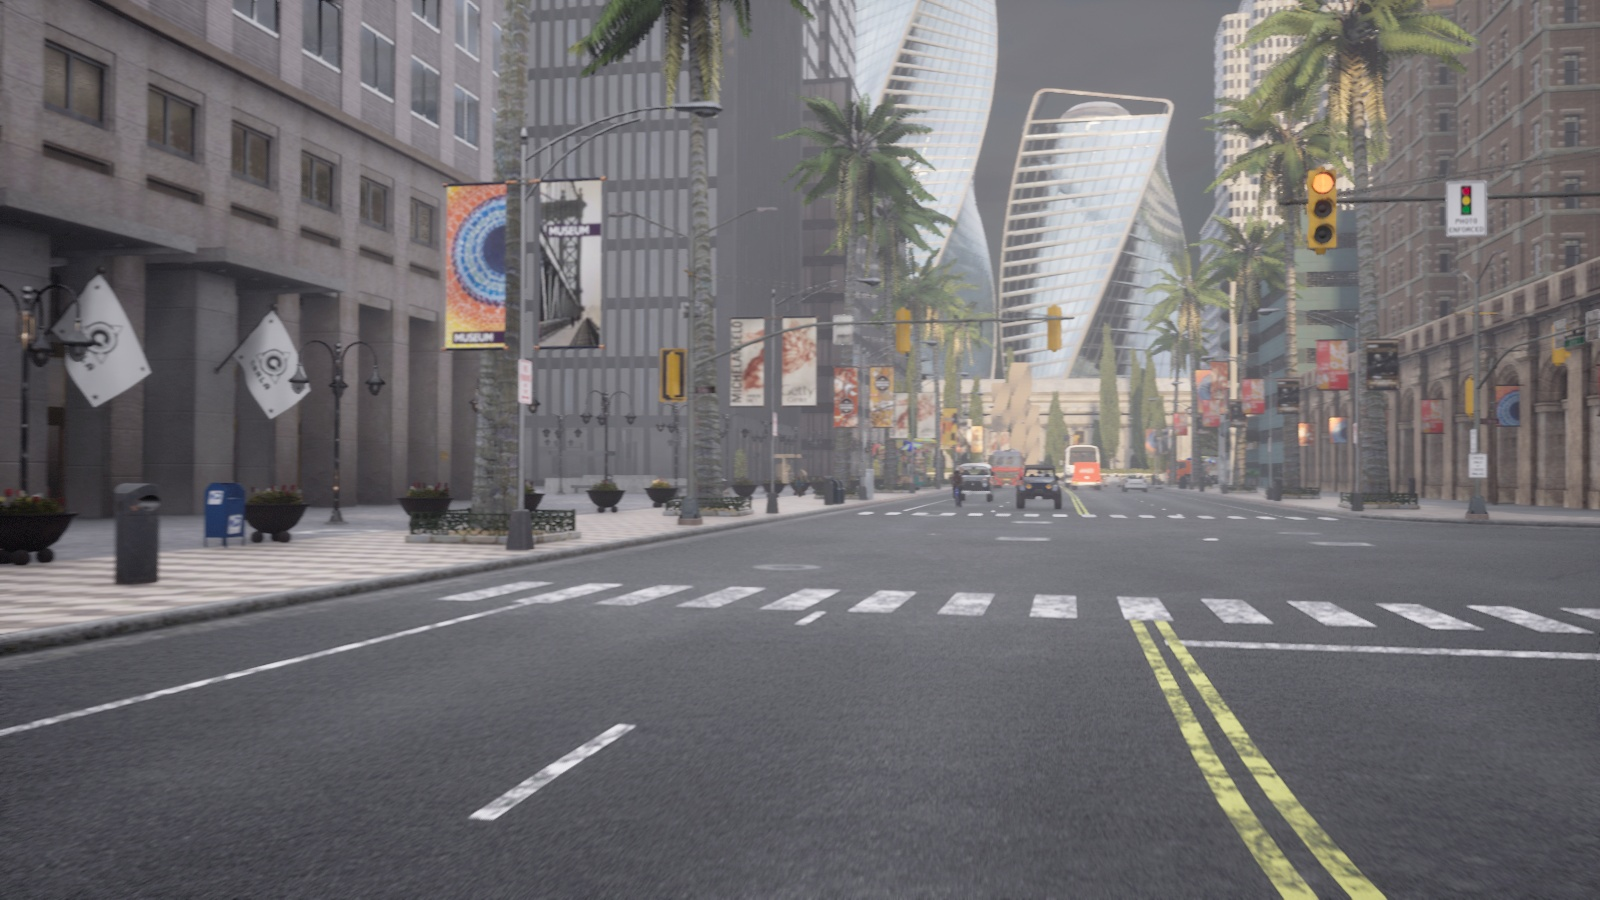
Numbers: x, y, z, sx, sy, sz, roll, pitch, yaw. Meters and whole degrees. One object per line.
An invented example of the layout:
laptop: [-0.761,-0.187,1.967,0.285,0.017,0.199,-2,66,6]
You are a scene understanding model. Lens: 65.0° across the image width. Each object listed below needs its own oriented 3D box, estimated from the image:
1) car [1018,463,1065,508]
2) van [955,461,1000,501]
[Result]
car: [10.458,1.487,54.155,1.905,1.878,3.866,0,-1,12]
van: [9.445,1.628,66.422,2.069,2.038,4.480,0,-1,12]
